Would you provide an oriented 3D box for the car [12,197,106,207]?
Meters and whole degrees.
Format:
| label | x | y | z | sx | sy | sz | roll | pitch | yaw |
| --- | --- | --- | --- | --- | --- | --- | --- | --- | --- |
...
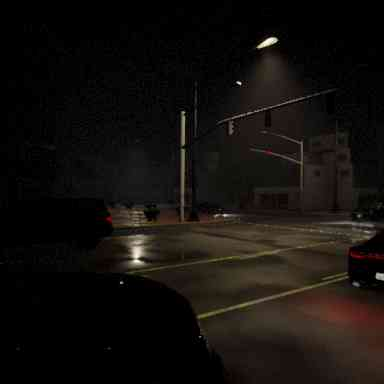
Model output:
| label | x | y | z | sx | sy | sz | roll | pitch | yaw |
| --- | --- | --- | --- | --- | --- | --- | --- | --- | --- |
| car | -5.815 | 1.227 | 12.741 | 5.566 | 2.045 | 2.150 | 0 | 0 | -35 |

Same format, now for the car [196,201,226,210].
| label | x | y | z | sx | sy | sz | roll | pitch | yaw |
| --- | --- | --- | --- | --- | --- | --- | --- | --- | --- |
| car | 1.756 | 1.650 | 36.088 | 1.994 | 1.385 | 4.181 | 1 | -1 | -35 |

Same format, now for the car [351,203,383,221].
| label | x | y | z | sx | sy | sz | roll | pitch | yaw |
| --- | --- | --- | --- | --- | --- | --- | --- | --- | --- |
| car | 15.205 | 1.667 | 27.719 | 4.902 | 1.511 | 2.128 | 1 | 0 | -35 |

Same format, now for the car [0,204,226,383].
| label | x | y | z | sx | sy | sz | roll | pitch | yaw |
| --- | --- | --- | --- | --- | --- | --- | --- | --- | --- |
| car | -2.382 | 1.222 | 2.045 | 5.566 | 2.045 | 2.150 | 0 | 0 | -36 |

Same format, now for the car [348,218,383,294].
| label | x | y | z | sx | sy | sz | roll | pitch | yaw |
| --- | --- | --- | --- | --- | --- | --- | --- | --- | --- |
| car | 5.700 | 1.495 | 7.843 | 5.008 | 1.535 | 1.882 | 0 | 0 | -35 |
